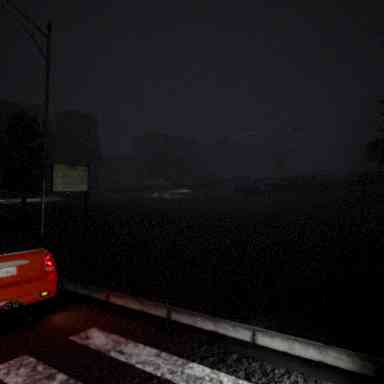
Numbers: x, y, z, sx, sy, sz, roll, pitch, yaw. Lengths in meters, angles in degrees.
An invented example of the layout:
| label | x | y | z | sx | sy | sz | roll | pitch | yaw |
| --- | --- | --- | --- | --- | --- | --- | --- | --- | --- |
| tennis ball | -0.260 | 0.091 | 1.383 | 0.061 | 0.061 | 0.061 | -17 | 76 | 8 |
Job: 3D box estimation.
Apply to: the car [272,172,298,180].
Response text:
| label | x | y | z | sx | sy | sz | roll | pitch | yaw |
| --- | --- | --- | --- | --- | --- | --- | --- | --- | --- |
| car | 19.786 | -3.396 | 70.698 | 4.892 | 1.521 | 2.231 | 2 | 6 | 30 |

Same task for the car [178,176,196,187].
| label | x | y | z | sx | sy | sz | roll | pitch | yaw |
| --- | --- | --- | --- | --- | --- | --- | --- | --- | --- |
| car | -0.452 | -1.787 | 53.716 | 4.553 | 1.767 | 2.185 | 2 | 6 | 30 |

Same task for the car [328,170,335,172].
| label | x | y | z | sx | sy | sz | roll | pitch | yaw |
| --- | --- | --- | --- | --- | --- | --- | --- | --- | --- |
| car | 31.084 | -4.457 | 80.008 | 4.553 | 1.767 | 2.185 | 2 | 5 | 30 |

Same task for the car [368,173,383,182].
| label | x | y | z | sx | sy | sz | roll | pitch | yaw |
| --- | --- | --- | --- | --- | --- | --- | --- | --- | --- |
| car | 35.152 | -2.619 | 60.583 | 5.366 | 1.575 | 1.946 | 3 | 7 | 30 |

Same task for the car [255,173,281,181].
| label | x | y | z | sx | sy | sz | roll | pitch | yaw |
| --- | --- | --- | --- | --- | --- | --- | --- | --- | --- |
| car | 15.305 | -2.984 | 66.940 | 4.792 | 1.488 | 2.163 | 2 | 5 | 30 |

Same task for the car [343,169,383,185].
| label | x | y | z | sx | sy | sz | roll | pitch | yaw |
| --- | --- | --- | --- | --- | --- | --- | --- | --- | --- |
| car | 28.381 | -2.268 | 54.752 | 5.566 | 2.045 | 2.435 | 3 | 6 | 31 |

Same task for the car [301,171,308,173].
| label | x | y | z | sx | sy | sz | roll | pitch | yaw |
| --- | --- | --- | --- | --- | --- | --- | --- | --- | --- |
| car | 22.039 | -3.588 | 72.564 | 4.892 | 1.521 | 2.231 | 2 | 6 | 30 |

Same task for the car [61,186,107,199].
| label | x | y | z | sx | sy | sz | roll | pitch | yaw |
| --- | --- | --- | --- | --- | --- | --- | --- | --- | --- |
| car | -12.081 | -0.019 | 37.323 | 4.718 | 1.301 | 1.895 | -3 | 5 | -39 |

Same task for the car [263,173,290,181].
| label | x | y | z | sx | sy | sz | roll | pitch | yaw |
| --- | --- | --- | --- | --- | --- | --- | --- | --- | --- |
| car | 17.526 | -3.207 | 68.835 | 5.008 | 1.535 | 2.097 | 2 | 5 | 30 |

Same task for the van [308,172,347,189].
| label | x | y | z | sx | sy | sz | roll | pitch | yaw |
| --- | --- | --- | --- | --- | --- | --- | --- | --- | --- |
| van | 19.068 | -1.463 | 47.222 | 4.442 | 1.987 | 1.878 | 3 | 7 | 31 |

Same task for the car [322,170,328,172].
| label | x | y | z | sx | sy | sz | roll | pitch | yaw |
| --- | --- | --- | --- | --- | --- | --- | --- | --- | --- |
| car | 28.806 | -4.116 | 78.184 | 4.674 | 1.452 | 2.002 | 2 | 5 | 30 |

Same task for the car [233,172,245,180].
| label | x | y | z | sx | sy | sz | roll | pitch | yaw |
| --- | --- | --- | --- | --- | --- | --- | --- | --- | --- |
| car | 6.280 | -2.245 | 59.434 | 5.008 | 1.535 | 2.097 | 2 | 5 | 30 |

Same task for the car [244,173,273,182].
| label | x | y | z | sx | sy | sz | roll | pitch | yaw |
| --- | --- | --- | --- | --- | --- | --- | --- | --- | --- |
| car | 13.025 | -2.823 | 65.082 | 5.008 | 1.535 | 2.097 | 2 | 5 | 30 |

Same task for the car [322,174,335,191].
| label | x | y | z | sx | sy | sz | roll | pitch | yaw |
| --- | --- | --- | --- | --- | --- | --- | --- | --- | --- |
| car | 16.586 | -1.178 | 45.453 | 4.553 | 1.767 | 2.185 | 3 | 7 | 32 |

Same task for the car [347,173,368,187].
| label | x | y | z | sx | sy | sz | roll | pitch | yaw |
| --- | --- | --- | --- | --- | --- | --- | --- | --- | --- |
| car | 23.672 | -1.628 | 51.021 | 4.892 | 1.521 | 2.231 | 3 | 7 | 31 |

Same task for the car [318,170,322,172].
| label | x | y | z | sx | sy | sz | roll | pitch | yaw |
| --- | --- | --- | --- | --- | --- | --- | --- | --- | --- |
| car | 26.569 | -4.094 | 76.280 | 4.553 | 1.767 | 2.185 | 2 | 5 | 30 |

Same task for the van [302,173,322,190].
| label | x | y | z | sx | sy | sz | roll | pitch | yaw |
| --- | --- | --- | --- | --- | --- | --- | --- | --- | --- |
| van | 14.154 | -1.090 | 43.631 | 4.442 | 1.987 | 1.878 | 3 | 7 | 32 |

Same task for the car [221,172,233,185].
| label | x | y | z | sx | sy | sz | roll | pitch | yaw |
| --- | --- | --- | --- | --- | --- | --- | --- | --- | --- |
| car | 4.053 | -2.175 | 57.506 | 4.553 | 1.767 | 2.185 | 2 | 6 | 30 |

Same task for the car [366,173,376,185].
| label | x | y | z | sx | sy | sz | roll | pitch | yaw |
| --- | --- | --- | --- | --- | --- | --- | --- | --- | --- |
| car | 26.037 | -1.793 | 52.894 | 4.792 | 1.488 | 2.163 | 3 | 6 | 31 |

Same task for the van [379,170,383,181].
| label | x | y | z | sx | sy | sz | roll | pitch | yaw |
| --- | --- | --- | --- | --- | --- | --- | --- | --- | --- |
| van | 37.718 | -3.021 | 62.318 | 4.442 | 1.987 | 1.878 | 3 | 6 | 30 |

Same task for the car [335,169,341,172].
| label | x | y | z | sx | sy | sz | roll | pitch | yaw |
| --- | --- | --- | --- | --- | --- | --- | --- | --- | --- |
| car | 33.328 | -4.507 | 81.896 | 5.008 | 1.535 | 2.097 | 2 | 5 | 30 |

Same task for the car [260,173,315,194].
| label | x | y | z | sx | sy | sz | roll | pitch | yaw |
| --- | --- | --- | --- | --- | --- | --- | --- | --- | --- |
| car | 11.875 | -0.919 | 41.733 | 5.566 | 2.045 | 2.435 | 4 | 7 | 32 |

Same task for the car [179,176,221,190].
| label | x | y | z | sx | sy | sz | roll | pitch | yaw |
| --- | --- | --- | --- | --- | --- | --- | --- | --- | --- |
| car | 1.188 | -1.123 | 48.451 | 5.357 | 1.411 | 2.033 | -5 | 7 | -39 |

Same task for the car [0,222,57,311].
| label | x | y | z | sx | sy | sz | roll | pitch | yaw |
| --- | --- | --- | --- | --- | --- | --- | --- | --- | --- |
| car | -4.878 | 1.376 | 6.968 | 4.553 | 1.767 | 2.097 | 1 | 0 | 36 |

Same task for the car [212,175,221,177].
| label | x | y | z | sx | sy | sz | roll | pitch | yaw |
| --- | --- | --- | --- | --- | --- | --- | --- | --- | --- |
| car | 1.752 | -1.828 | 55.655 | 4.792 | 1.488 | 2.163 | 2 | 6 | 30 |

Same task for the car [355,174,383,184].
| label | x | y | z | sx | sy | sz | roll | pitch | yaw |
| --- | --- | --- | --- | --- | --- | --- | --- | --- | --- |
| car | 30.690 | -2.214 | 56.688 | 4.892 | 1.521 | 2.231 | 3 | 6 | 30 |

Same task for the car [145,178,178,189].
| label | x | y | z | sx | sy | sz | roll | pitch | yaw |
| --- | --- | --- | --- | --- | --- | --- | --- | --- | --- |
| car | -4.975 | -1.235 | 49.953 | 4.674 | 1.452 | 2.002 | 2 | 5 | 30 |

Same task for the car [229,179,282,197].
| label | x | y | z | sx | sy | sz | roll | pitch | yaw |
| --- | --- | --- | --- | --- | --- | --- | --- | --- | --- |
| car | 7.193 | -0.285 | 38.054 | 5.008 | 1.535 | 2.097 | 3 | 7 | 32 |

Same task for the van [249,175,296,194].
| label | x | y | z | sx | sy | sz | roll | pitch | yaw |
| --- | --- | --- | --- | --- | --- | --- | --- | --- | --- |
| van | 9.649 | -0.695 | 39.817 | 4.442 | 1.987 | 1.878 | 4 | 7 | 32 |

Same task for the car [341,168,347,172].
| label | x | y | z | sx | sy | sz | roll | pitch | yaw |
| --- | --- | --- | --- | --- | --- | --- | --- | --- | --- |
| car | 35.580 | -4.673 | 83.766 | 5.008 | 1.535 | 2.097 | 2 | 5 | 31 |

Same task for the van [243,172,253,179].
| label | x | y | z | sx | sy | sz | roll | pitch | yaw |
| --- | --- | --- | --- | --- | --- | --- | --- | --- | --- |
| van | 8.428 | -2.665 | 61.356 | 4.442 | 1.987 | 1.878 | 2 | 6 | 30 |
